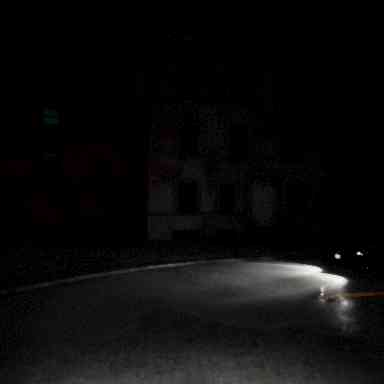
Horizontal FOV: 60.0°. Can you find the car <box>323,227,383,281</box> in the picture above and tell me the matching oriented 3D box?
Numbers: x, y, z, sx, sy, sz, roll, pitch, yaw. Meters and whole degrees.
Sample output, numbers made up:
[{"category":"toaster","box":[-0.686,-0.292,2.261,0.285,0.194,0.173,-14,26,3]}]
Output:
[{"category":"car","box":[6.311,1.783,10.283,4.181,1.385,1.994,1,0,-10]}]
